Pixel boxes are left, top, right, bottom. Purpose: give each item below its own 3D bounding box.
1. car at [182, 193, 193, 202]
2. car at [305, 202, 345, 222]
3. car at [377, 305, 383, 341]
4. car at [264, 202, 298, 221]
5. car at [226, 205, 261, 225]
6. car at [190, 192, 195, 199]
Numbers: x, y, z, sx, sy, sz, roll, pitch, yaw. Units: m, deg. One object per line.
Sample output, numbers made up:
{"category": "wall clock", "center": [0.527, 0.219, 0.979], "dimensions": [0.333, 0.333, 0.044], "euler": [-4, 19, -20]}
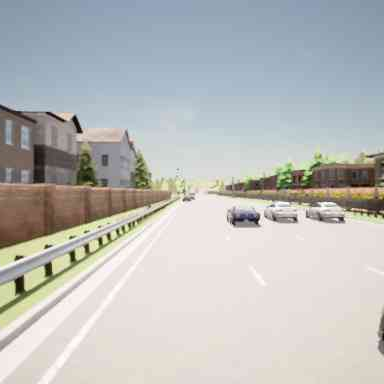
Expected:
{"category": "car", "center": [-1.218, 1.542, 76.209], "dimensions": [1.812, 1.442, 4.674], "euler": [0, 0, 0]}
{"category": "car", "center": [10.590, 1.532, 26.686], "dimensions": [1.812, 1.442, 4.674], "euler": [0, 0, 0]}
{"category": "car", "center": [3.601, 1.565, 2.977], "dimensions": [1.994, 1.385, 4.181], "euler": [0, 0, 0]}
{"category": "car", "center": [7.090, 1.531, 26.745], "dimensions": [1.812, 1.442, 4.674], "euler": [0, 0, 0]}
{"category": "car", "center": [3.603, 1.606, 24.161], "dimensions": [1.895, 1.301, 4.718], "euler": [0, 0, 0]}
{"category": "car", "center": [0.010, 1.454, 93.140], "dimensions": [1.895, 1.301, 4.718], "euler": [0, 0, 0]}
